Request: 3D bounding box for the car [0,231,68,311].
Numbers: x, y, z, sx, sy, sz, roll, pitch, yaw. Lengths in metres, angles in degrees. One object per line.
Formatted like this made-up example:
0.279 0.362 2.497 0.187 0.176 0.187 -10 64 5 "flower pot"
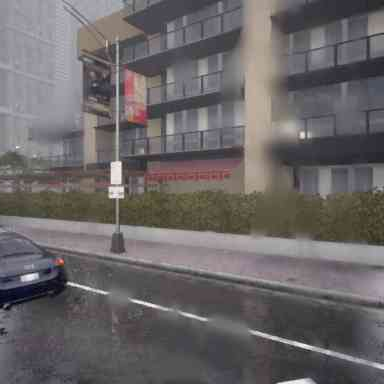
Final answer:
-4.643 1.562 7.326 4.181 1.385 1.994 0 0 35 "car"
